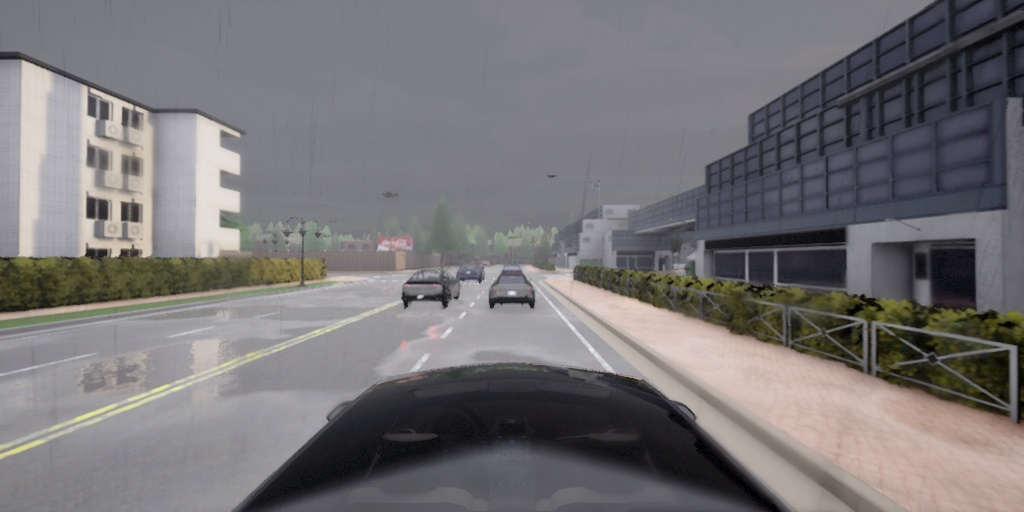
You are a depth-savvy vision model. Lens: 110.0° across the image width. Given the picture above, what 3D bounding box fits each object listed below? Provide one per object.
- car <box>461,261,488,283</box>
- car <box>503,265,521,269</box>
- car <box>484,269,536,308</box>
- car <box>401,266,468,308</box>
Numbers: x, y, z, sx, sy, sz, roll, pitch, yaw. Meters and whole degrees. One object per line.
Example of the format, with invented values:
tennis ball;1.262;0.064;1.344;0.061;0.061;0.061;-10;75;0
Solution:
car;-3.503;1.375;30.935;2.097;1.767;4.553;0;-1;0
car;0.002;1.506;31.334;1.882;1.535;5.008;0;0;0
car;0.000;1.450;16.128;1.994;1.385;4.181;0;-1;0
car;-3.500;1.378;16.142;2.128;1.511;4.902;0;0;0
